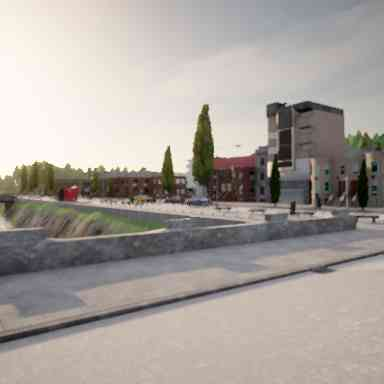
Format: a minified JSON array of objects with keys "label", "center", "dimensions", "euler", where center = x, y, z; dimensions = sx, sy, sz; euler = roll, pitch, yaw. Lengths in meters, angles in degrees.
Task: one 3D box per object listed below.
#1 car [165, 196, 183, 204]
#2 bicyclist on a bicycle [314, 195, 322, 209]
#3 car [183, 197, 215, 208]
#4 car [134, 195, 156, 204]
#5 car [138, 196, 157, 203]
[{"label":"car","center":[-3.010,1.378,57.821],"dimensions":[1.812,1.442,4.674],"euler":[0,0,-35]},{"label":"bicyclist on a bicycle","center":[15.044,1.179,39.746],"dimensions":[1.656,1.620,0.582],"euler":[-1,0,-35]},{"label":"car","center":[1.200,1.397,44.756],"dimensions":[1.812,1.442,4.674],"euler":[0,0,-36]},{"label":"car","center":[-8.637,1.268,58.738],"dimensions":[1.882,1.535,5.008],"euler":[0,0,-35]},{"label":"car","center":[-8.756,1.416,65.810],"dimensions":[1.994,1.385,4.181],"euler":[0,0,-35]}]
